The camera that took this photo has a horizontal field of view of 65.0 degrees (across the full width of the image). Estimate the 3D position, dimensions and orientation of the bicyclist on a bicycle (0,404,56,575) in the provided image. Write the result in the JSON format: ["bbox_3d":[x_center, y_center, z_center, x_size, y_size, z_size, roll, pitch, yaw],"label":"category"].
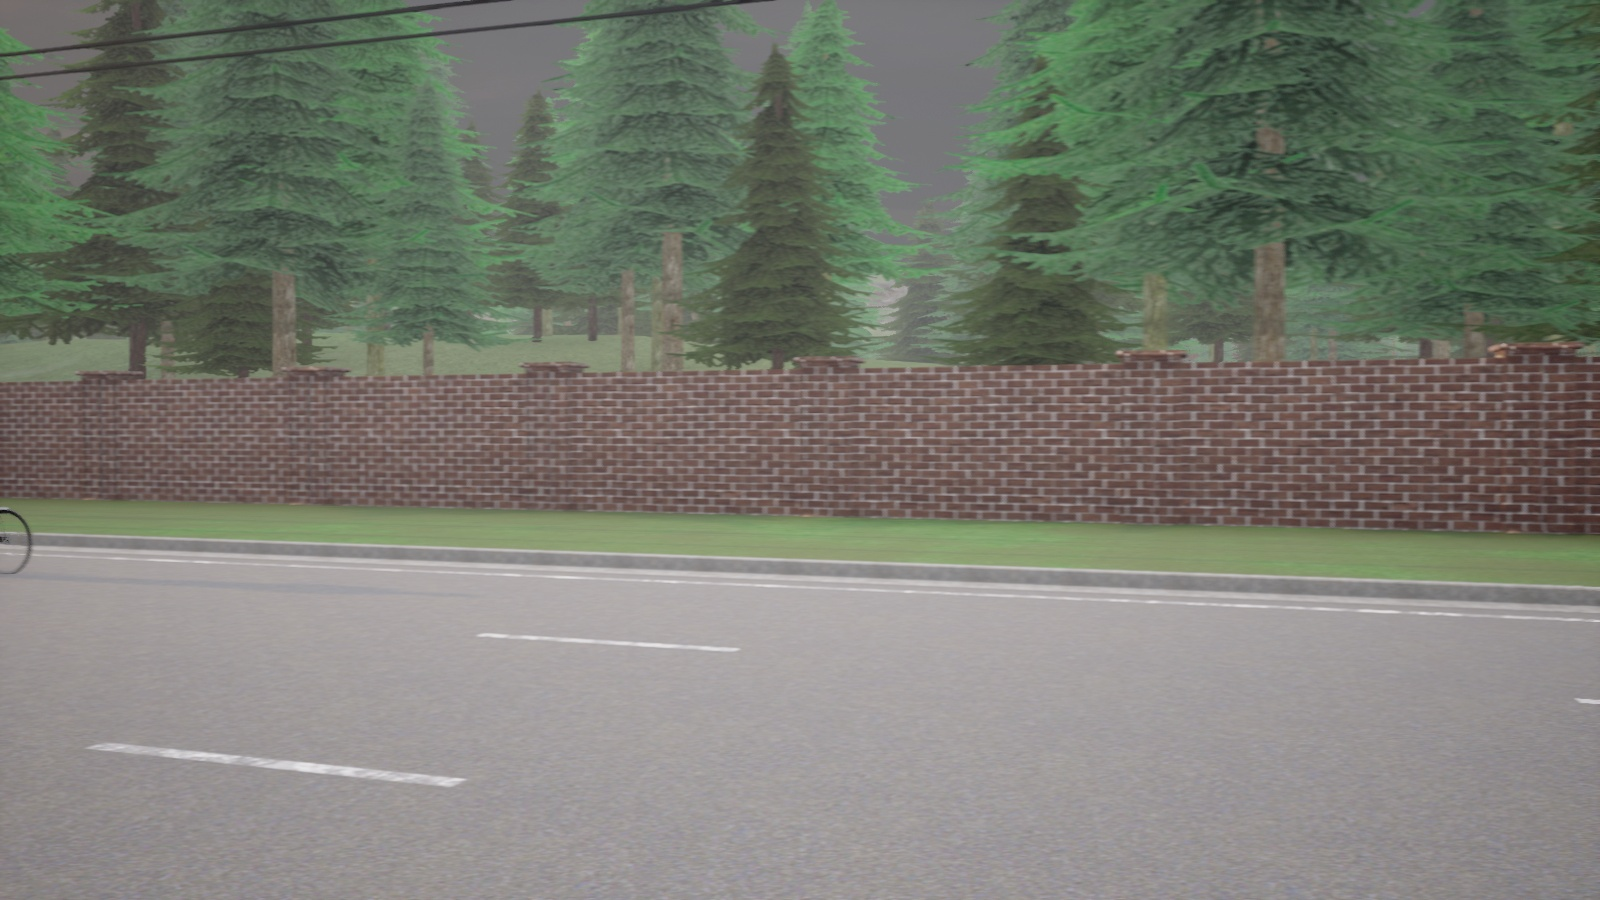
[{"bbox_3d":[-9.066,0.397,13.627,1.843,1.776,0.659,1,1,19],"label":"bicyclist on a bicycle"}]
